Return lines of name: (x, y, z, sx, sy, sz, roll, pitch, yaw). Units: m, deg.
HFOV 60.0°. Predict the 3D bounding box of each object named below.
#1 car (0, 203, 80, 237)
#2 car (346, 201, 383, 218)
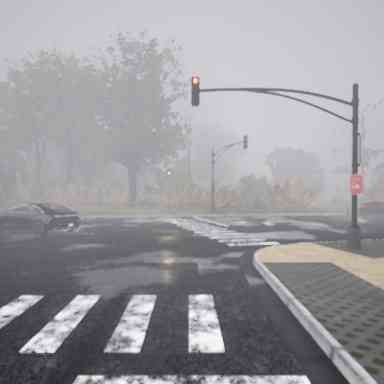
car: (-7.854, 1.276, 16.498, 4.902, 1.511, 2.128, 1, 0, 25)
car: (16.623, 1.574, 30.937, 4.674, 1.442, 1.812, 1, 1, -17)
